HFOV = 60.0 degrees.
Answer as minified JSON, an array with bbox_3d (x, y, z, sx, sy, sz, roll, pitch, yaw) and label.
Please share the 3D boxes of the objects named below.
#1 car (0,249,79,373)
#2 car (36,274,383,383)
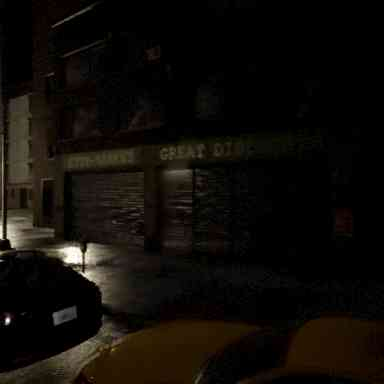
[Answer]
[{"bbox_3d":[-3.303,1.629,5.446,4.313,1.339,1.947,-1,0,35],"label":"car"},{"bbox_3d":[1.107,1.529,2.302,4.829,1.417,1.752,-1,0,35],"label":"car"}]
